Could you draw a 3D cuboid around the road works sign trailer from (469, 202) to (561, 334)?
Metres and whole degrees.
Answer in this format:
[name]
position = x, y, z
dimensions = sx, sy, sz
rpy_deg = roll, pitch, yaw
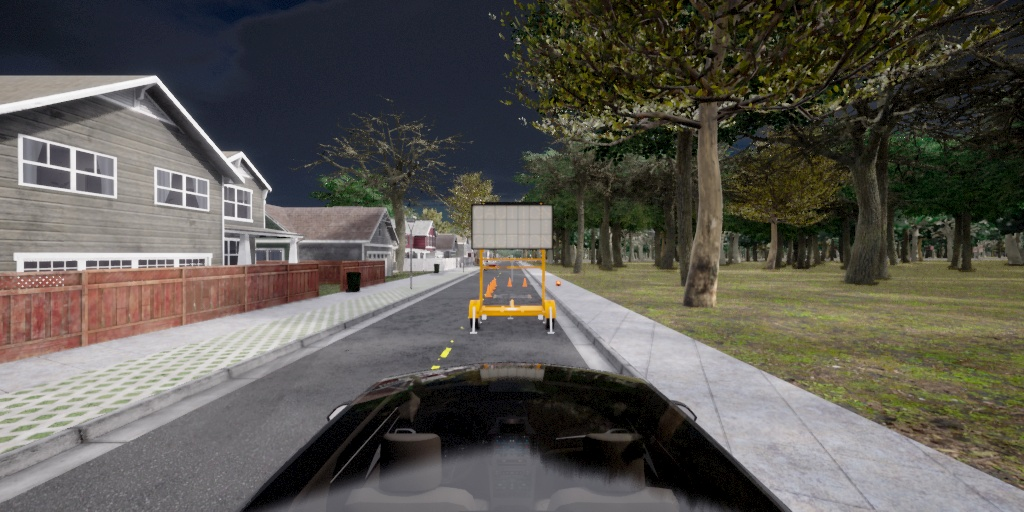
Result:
[road works sign trailer]
position = 0.011, 0.214, 10.620
dimensions = 2.380, 3.560, 2.880
rpy_deg = 0, 0, 0

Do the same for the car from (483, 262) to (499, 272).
[car]
position = -2.710, 1.366, 46.477
dimensions = 1.895, 1.301, 4.718
rpy_deg = 0, 0, 0
